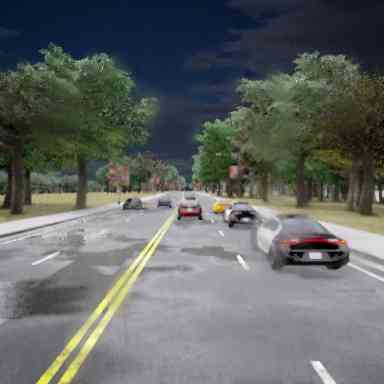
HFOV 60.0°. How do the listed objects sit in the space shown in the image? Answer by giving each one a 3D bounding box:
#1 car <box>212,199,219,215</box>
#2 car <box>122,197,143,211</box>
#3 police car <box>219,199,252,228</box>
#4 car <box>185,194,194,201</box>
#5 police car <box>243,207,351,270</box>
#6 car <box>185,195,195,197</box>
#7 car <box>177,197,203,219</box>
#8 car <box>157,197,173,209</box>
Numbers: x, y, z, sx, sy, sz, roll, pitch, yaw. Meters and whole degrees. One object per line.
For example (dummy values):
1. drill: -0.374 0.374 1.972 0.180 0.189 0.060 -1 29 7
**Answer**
1. car: 3.124 1.391 33.138 1.882 1.535 5.008 0 0 0
2. car: -6.760 1.401 38.263 1.837 1.490 4.892 0 0 0
3. police car: 3.190 1.455 22.129 2.038 1.542 4.974 0 0 0
4. car: -0.597 1.216 75.132 1.895 1.301 4.718 0 1 -1
5. police car: 3.232 1.485 11.118 2.038 1.542 4.974 0 0 0
6. car: -0.282 1.274 58.677 1.837 1.490 4.892 0 1 -1
7. car: -0.176 1.434 28.235 2.163 1.488 4.792 0 0 0
8. car: -3.549 1.416 43.973 2.033 1.411 5.357 0 0 0
